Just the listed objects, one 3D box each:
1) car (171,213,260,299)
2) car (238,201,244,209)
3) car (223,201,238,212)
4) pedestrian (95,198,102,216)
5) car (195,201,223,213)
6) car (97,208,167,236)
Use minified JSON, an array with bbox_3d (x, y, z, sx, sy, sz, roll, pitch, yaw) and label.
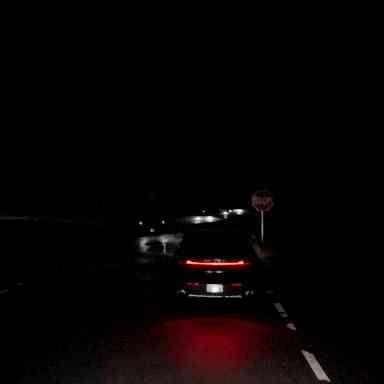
[{"bbox_3d":[0.590,1.510,8.481,1.837,1.490,4.892,0,0,4],"label":"car"},{"bbox_3d":[7.349,2.158,54.843,1.895,1.301,4.718,0,-1,16],"label":"car"},{"bbox_3d":[4.406,1.942,45.002,2.033,1.411,5.357,0,-1,17],"label":"car"},{"bbox_3d":[-8.008,1.099,28.566,0.375,1.860,0.375,0,-4,7],"label":"pedestrian"},{"bbox_3d":[1.704,1.802,35.383,1.994,1.385,4.181,0,-1,15],"label":"car"},{"bbox_3d":[-3.497,1.611,18.903,1.895,1.301,4.718,3,0,-42],"label":"car"}]
